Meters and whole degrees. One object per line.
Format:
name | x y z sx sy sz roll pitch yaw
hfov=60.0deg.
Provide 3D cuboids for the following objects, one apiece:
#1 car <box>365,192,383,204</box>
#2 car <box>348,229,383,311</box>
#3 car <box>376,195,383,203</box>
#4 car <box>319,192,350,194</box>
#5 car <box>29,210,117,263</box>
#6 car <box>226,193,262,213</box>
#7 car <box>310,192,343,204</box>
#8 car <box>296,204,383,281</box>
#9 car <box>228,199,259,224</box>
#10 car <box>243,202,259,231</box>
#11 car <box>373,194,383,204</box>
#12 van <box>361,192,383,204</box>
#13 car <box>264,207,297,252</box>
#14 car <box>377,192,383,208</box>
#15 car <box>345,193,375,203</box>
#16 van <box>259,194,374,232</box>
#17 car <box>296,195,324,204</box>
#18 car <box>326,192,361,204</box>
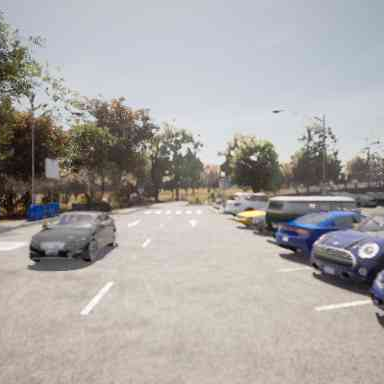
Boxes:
car | 24.366 1.064 42.968 2.435 2.045 5.566 -1 1 -21
car | 5.382 1.497 5.791 4.674 1.452 2.002 1 0 -20
car | 36.265 1.255 60.171 2.231 1.521 4.892 0 -1 -21
car | 18.484 1.067 42.791 2.435 2.045 5.566 0 1 -21
car | -4.002 1.446 11.940 2.128 1.511 4.902 0 0 0
car | 5.469 1.126 26.839 5.566 2.045 2.435 1 0 -20
car | 24.158 1.006 59.916 2.435 2.045 5.566 0 -1 -21
car | 5.429 1.320 8.799 4.553 1.767 2.185 1 0 -20
car | 5.261 1.395 20.747 5.366 1.575 1.946 1 0 -20
car | 5.434 1.451 17.805 4.674 1.452 2.002 1 0 -20
car | 21.400 1.346 42.898 2.163 1.488 4.792 -1 1 -21
van | 33.196 1.030 60.205 1.878 1.987 4.442 0 -1 -21
car | 5.401 1.434 11.803 5.008 1.535 2.097 1 0 -20
car | 27.324 1.064 43.032 2.435 2.045 5.566 -1 1 -21
car | 30.215 1.131 60.063 2.185 1.767 4.553 0 -1 -21
van | 5.531 1.198 14.847 4.442 1.987 1.878 1 0 -20
car | 21.135 1.288 59.844 2.163 1.488 4.792 0 -1 -21
car | 27.219 1.005 59.943 2.435 2.045 5.566 0 -1 -21
